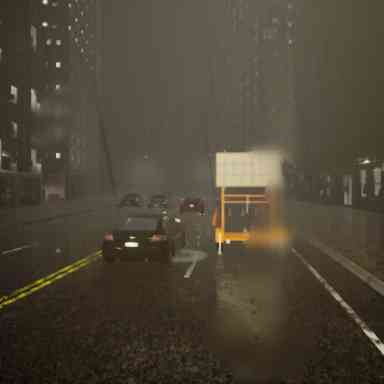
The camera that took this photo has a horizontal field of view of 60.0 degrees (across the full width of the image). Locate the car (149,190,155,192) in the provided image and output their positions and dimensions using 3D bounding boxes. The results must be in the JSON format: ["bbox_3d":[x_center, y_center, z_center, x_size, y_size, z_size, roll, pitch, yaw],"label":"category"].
[{"bbox_3d":[-9.144,0.197,76.157,2.033,1.411,5.357,0,1,-9],"label":"car"}]

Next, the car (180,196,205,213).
[{"bbox_3d":[0.071,1.053,28.818,1.994,1.385,4.181,0,1,3],"label":"car"}]

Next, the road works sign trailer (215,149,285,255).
[{"bbox_3d":[2.047,0.244,12.256,2.380,3.560,2.880,0,1,5],"label":"road works sign trailer"}]

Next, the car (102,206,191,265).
[{"bbox_3d":[-1.394,1.369,11.055,1.994,1.385,4.181,0,1,7],"label":"car"}]

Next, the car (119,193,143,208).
[{"bbox_3d":[-6.409,0.872,35.549,1.837,1.490,4.892,0,1,1],"label":"car"}]

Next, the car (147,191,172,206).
[{"bbox_3d":[-3.218,0.940,32.997,1.812,1.442,4.674,0,1,2],"label":"car"}]
